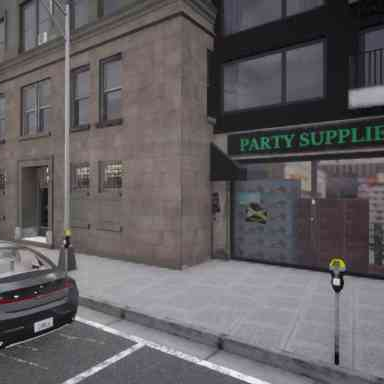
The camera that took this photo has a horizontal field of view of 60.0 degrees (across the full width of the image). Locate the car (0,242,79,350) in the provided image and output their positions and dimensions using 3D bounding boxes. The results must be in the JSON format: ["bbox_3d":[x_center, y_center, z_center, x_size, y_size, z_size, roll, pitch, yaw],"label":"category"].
[{"bbox_3d":[-3.778,1.551,5.739,4.403,1.369,2.008,0,0,35],"label":"car"}]
